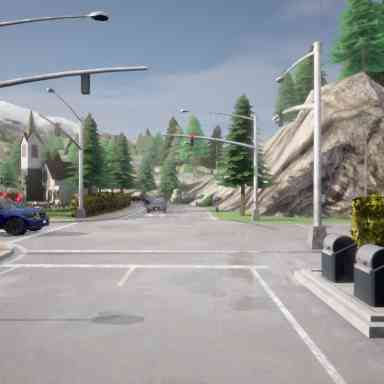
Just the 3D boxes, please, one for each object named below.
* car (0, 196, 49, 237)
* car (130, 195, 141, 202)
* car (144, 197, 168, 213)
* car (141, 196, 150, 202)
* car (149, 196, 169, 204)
[{"bbox_3d":[-10.605,1.221,17.647,5.566,2.045,2.150,0,0,-1],"label":"car"},{"bbox_3d":[-12.355,1.433,73.210,5.008,1.535,1.882,0,0,42],"label":"car"},{"bbox_3d":[-3.762,1.564,36.484,1.994,1.385,4.181,0,0,-2],"label":"car"},{"bbox_3d":[-6.636,1.504,54.846,1.837,1.490,4.892,0,0,-18],"label":"car"},{"bbox_3d":[-6.488,1.547,64.656,2.033,1.411,5.357,0,0,-27],"label":"car"}]
